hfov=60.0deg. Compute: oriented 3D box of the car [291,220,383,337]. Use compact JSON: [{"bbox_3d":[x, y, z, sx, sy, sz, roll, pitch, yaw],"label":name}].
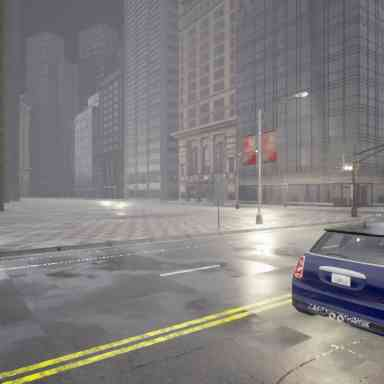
[{"bbox_3d":[3.992,1.352,6.303,4.553,1.767,2.097,0,0,-36],"label":"car"}]
